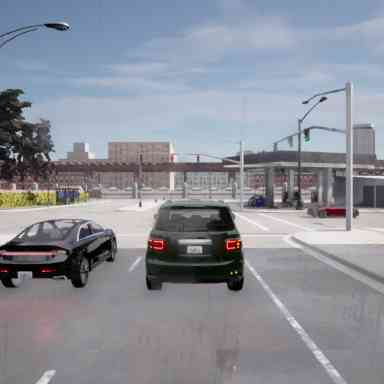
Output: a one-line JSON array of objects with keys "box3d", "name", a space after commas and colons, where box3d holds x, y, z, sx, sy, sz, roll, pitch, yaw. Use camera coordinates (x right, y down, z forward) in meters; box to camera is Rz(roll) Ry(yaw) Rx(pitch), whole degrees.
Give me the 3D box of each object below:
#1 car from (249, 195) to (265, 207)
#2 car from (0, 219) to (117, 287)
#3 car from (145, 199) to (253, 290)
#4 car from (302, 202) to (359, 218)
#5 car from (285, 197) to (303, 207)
[{"box3d": [9.654, 1.295, 49.373, 2.242, 1.667, 4.611, 0, 0, 0], "name": "car"}, {"box3d": [-3.430, 1.492, 9.274, 2.128, 1.511, 4.902, 0, 0, 0], "name": "car"}, {"box3d": [0.074, 1.221, 9.190, 2.150, 2.045, 5.566, 0, 0, 0], "name": "car"}, {"box3d": [12.357, 1.564, 29.245, 4.181, 1.385, 1.994, 0, 0, -1], "name": "car"}, {"box3d": [15.398, 1.456, 50.142, 1.970, 1.475, 3.806, 0, 0, 0], "name": "car"}]
